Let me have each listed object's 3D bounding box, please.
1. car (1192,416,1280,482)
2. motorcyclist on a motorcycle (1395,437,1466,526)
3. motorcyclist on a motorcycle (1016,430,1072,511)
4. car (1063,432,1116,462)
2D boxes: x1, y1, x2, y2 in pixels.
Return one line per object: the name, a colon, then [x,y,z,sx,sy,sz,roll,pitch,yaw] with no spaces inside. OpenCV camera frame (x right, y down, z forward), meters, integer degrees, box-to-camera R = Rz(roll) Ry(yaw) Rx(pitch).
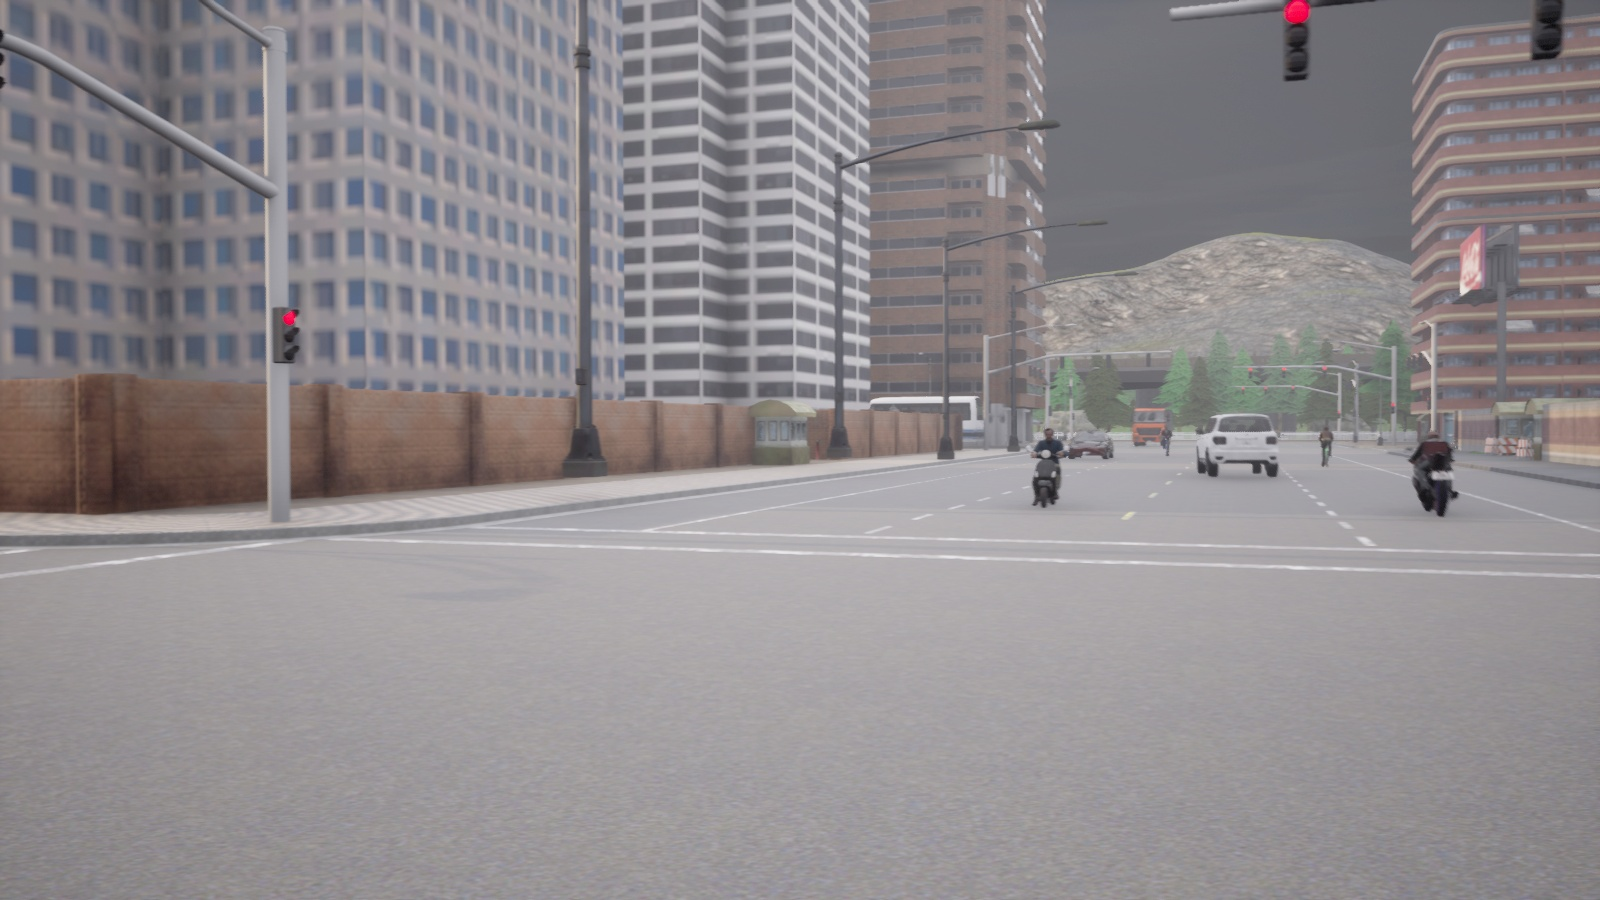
car: [14.594,-0.077,42.297,2.150,2.045,5.566,0,1,12]
motorcyclist on a motorcycle: [11.539,0.536,23.064,0.866,1.530,2.191,1,1,19]
motorcyclist on a motorcycle: [4.963,0.390,25.460,0.866,1.590,1.817,1,1,19]
car: [15.121,-0.165,65.425,2.163,1.488,4.792,1,1,19]
